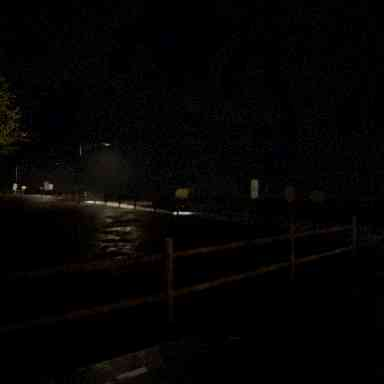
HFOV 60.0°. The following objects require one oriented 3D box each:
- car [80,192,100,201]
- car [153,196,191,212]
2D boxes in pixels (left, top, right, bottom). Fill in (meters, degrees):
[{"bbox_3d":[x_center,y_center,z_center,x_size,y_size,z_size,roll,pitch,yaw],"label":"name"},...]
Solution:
[{"bbox_3d":[-15.202,0.656,49.386,1.994,1.385,4.181,1,0,-35],"label":"car"},{"bbox_3d":[-1.912,1.052,30.701,1.994,1.385,4.181,1,1,-36],"label":"car"}]
